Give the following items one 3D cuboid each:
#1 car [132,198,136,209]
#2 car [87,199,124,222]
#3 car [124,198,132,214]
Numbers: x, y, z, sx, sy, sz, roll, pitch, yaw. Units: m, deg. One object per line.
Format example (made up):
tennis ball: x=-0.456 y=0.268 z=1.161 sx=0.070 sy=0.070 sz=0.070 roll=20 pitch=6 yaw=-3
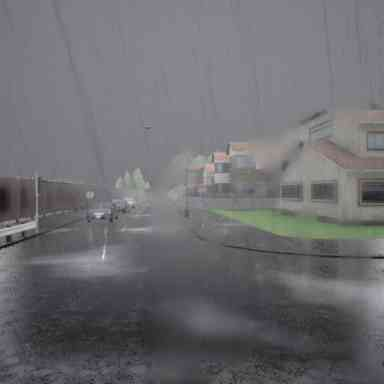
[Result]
car: x=-8.844 y=1.526 z=46.047 sx=1.812 sy=1.442 sz=4.674 roll=0 pitch=0 yaw=-5
car: x=-6.883 y=1.491 z=26.033 sx=2.128 sy=1.511 sz=4.902 roll=0 pitch=0 yaw=-5
car: x=-7.805 y=1.504 z=35.406 sx=1.837 sy=1.490 sz=4.892 roll=0 pitch=0 yaw=-5
